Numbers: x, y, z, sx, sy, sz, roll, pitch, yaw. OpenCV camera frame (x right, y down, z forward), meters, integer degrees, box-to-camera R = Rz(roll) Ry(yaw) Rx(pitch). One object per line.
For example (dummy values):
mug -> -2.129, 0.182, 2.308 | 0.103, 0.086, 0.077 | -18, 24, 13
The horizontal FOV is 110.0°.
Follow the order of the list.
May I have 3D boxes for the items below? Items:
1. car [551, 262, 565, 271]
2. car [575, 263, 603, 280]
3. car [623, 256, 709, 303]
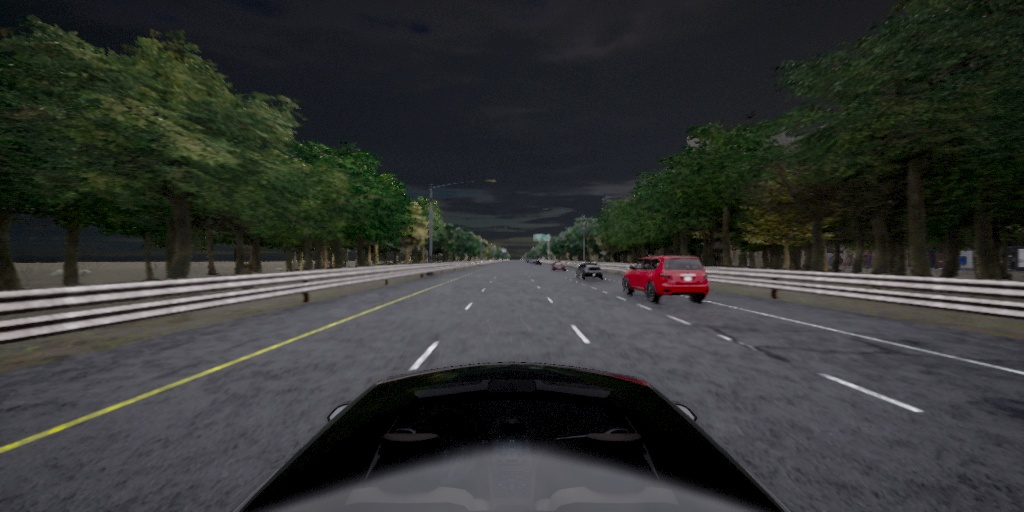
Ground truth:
car -> 7.161, 1.609, 56.112 | 1.812, 1.442, 4.674 | 0, -1, 0
car -> 7.053, 1.410, 33.184 | 1.837, 1.490, 4.892 | 0, 0, 0
car -> 7.010, 1.014, 16.952 | 2.150, 2.045, 5.566 | 0, 0, 0
